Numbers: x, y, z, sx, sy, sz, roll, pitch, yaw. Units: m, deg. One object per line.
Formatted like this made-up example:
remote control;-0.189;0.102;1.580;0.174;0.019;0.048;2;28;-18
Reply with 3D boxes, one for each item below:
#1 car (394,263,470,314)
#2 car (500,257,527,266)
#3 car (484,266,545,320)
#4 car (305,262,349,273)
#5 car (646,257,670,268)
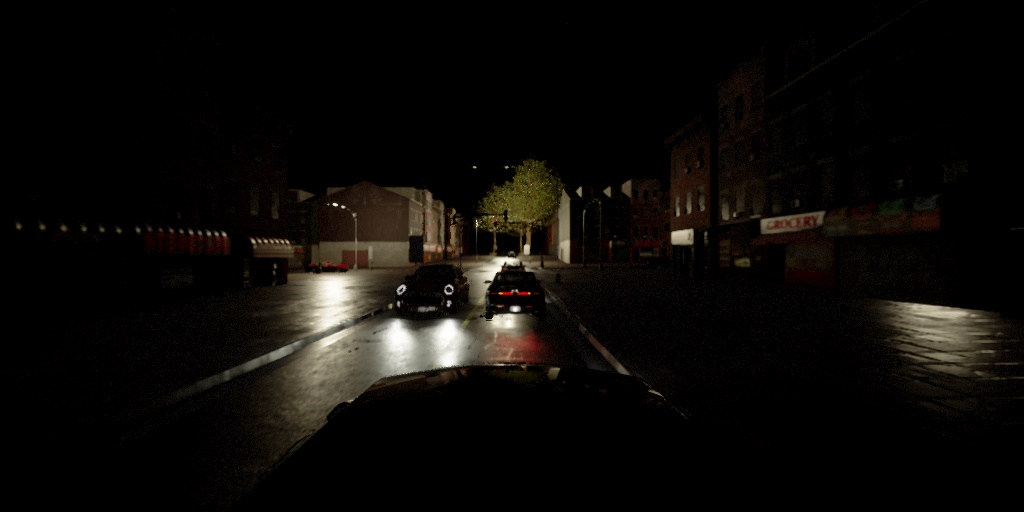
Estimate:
car;-2.854;1.093;13.666;2.097;1.767;4.553;0;0;0
car;0.082;1.096;27.169;2.128;1.511;4.902;0;0;0
car;0.094;1.249;12.504;1.837;1.490;4.892;0;0;0
car;-20.393;1.289;39.720;4.507;1.381;1.888;0;0;0
car;17.188;0.752;39.881;4.313;1.339;1.948;0;0;0
